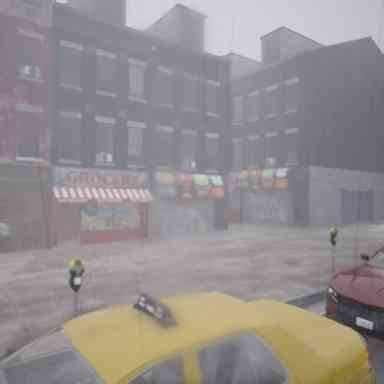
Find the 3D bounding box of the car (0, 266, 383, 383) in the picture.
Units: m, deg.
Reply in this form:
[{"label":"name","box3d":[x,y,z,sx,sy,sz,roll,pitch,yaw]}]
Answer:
[{"label":"car","box3d":[-0.508,1.518,2.423,4.829,1.417,1.752,-1,2,-35]}]

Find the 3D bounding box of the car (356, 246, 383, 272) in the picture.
[{"label":"car","box3d":[4.136,1.487,5.737,4.507,1.381,1.887,-1,2,-35]}]
